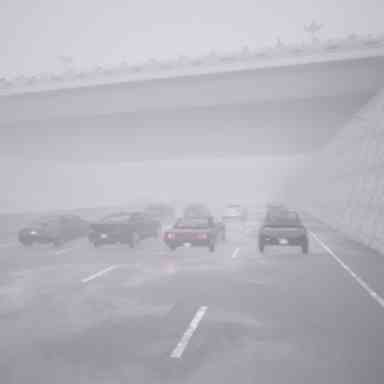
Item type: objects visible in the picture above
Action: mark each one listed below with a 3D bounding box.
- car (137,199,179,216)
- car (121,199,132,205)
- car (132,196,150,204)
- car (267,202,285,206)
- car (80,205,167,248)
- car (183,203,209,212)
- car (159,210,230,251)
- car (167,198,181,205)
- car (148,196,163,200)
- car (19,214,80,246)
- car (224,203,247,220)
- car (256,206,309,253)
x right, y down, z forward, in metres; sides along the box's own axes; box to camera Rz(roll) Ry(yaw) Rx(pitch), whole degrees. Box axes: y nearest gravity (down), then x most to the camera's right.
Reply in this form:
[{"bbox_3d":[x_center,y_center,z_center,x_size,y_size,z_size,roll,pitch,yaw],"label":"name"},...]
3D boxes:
[{"bbox_3d":[-3.006,1.758,31.069,2.128,1.511,4.902,-1,0,13],"label":"car"},{"bbox_3d":[-14.140,2.269,75.304,2.033,1.411,5.357,-1,0,13],"label":"car"},{"bbox_3d":[-10.745,1.905,74.472,2.150,2.045,5.566,-1,0,13],"label":"car"},{"bbox_3d":[7.214,1.610,28.664,2.128,1.511,4.902,-1,0,13],"label":"car"},{"bbox_3d":[-2.989,1.632,15.857,1.882,1.535,5.008,-1,0,13],"label":"car"},{"bbox_3d":[0.425,1.742,30.361,1.812,1.442,4.674,-1,0,13],"label":"car"},{"bbox_3d":[0.329,1.704,14.685,1.895,1.301,4.718,-1,0,13],"label":"car"},{"bbox_3d":[-3.922,2.133,72.888,1.994,1.385,4.181,-1,0,13],"label":"car"},{"bbox_3d":[-7.328,2.155,73.694,2.128,1.511,4.902,-1,0,13],"label":"car"},{"bbox_3d":[-6.433,1.768,16.499,1.994,1.385,4.181,-1,0,13],"label":"car"},{"bbox_3d":[3.831,1.693,29.560,1.812,1.442,4.674,-1,0,13],"label":"car"},{"bbox_3d":[3.780,1.547,14.071,2.128,1.511,4.902,-1,0,13],"label":"car"}]
